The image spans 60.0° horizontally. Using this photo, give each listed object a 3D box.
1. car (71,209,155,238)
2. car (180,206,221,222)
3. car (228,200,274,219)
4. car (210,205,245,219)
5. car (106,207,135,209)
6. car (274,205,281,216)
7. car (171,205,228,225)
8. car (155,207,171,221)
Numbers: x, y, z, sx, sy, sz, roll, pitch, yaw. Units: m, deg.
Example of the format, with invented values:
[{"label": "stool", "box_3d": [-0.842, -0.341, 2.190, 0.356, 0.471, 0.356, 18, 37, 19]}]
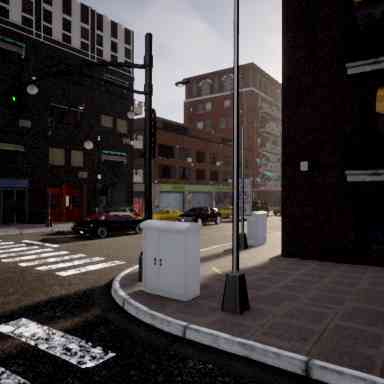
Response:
[{"label": "car", "box_3d": [-4.661, 1.881, 19.647, 1.895, 1.301, 4.718, 0, -1, 35]}, {"label": "car", "box_3d": [0.903, 2.092, 32.184, 1.947, 1.339, 4.313, -1, -2, 35]}, {"label": "car", "box_3d": [6.380, 1.866, 35.485, 2.150, 2.045, 5.566, 0, -1, 35]}, {"label": "car", "box_3d": [3.964, 2.153, 36.577, 1.752, 1.417, 4.829, -1, -2, 35]}, {"label": "car", "box_3d": [-5.413, 1.758, 23.125, 1.967, 1.590, 4.097, -1, -2, 35]}, {"label": "car", "box_3d": [12.504, 2.394, 44.200, 2.033, 1.411, 5.357, 0, -1, 35]}, {"label": "car", "box_3d": [0.701, 1.962, 27.337, 1.837, 1.490, 4.892, 0, -1, 35]}, {"label": "car", "box_3d": [-2.352, 1.944, 27.514, 1.752, 1.417, 4.829, -1, -2, 35]}]
